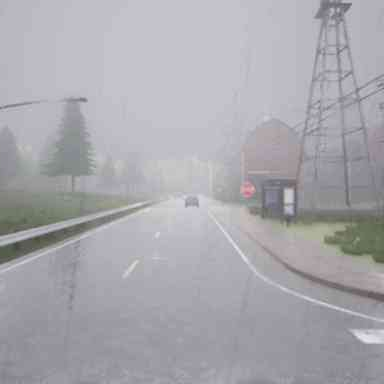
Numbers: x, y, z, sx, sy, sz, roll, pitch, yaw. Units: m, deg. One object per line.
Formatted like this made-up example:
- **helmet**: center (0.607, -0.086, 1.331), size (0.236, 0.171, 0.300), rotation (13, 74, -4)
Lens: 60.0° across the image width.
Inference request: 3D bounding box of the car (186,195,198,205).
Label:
- **car**: center (0.002, 1.226, 54.979), size (1.837, 1.490, 4.892), rotation (0, 1, 0)

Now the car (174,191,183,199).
- **car**: center (-3.498, 0.787, 86.166), size (2.150, 2.045, 5.566), rotation (0, 0, 0)

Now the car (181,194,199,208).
- **car**: center (0.001, 1.265, 44.448), size (2.128, 1.511, 4.902), rotation (0, 0, 0)
